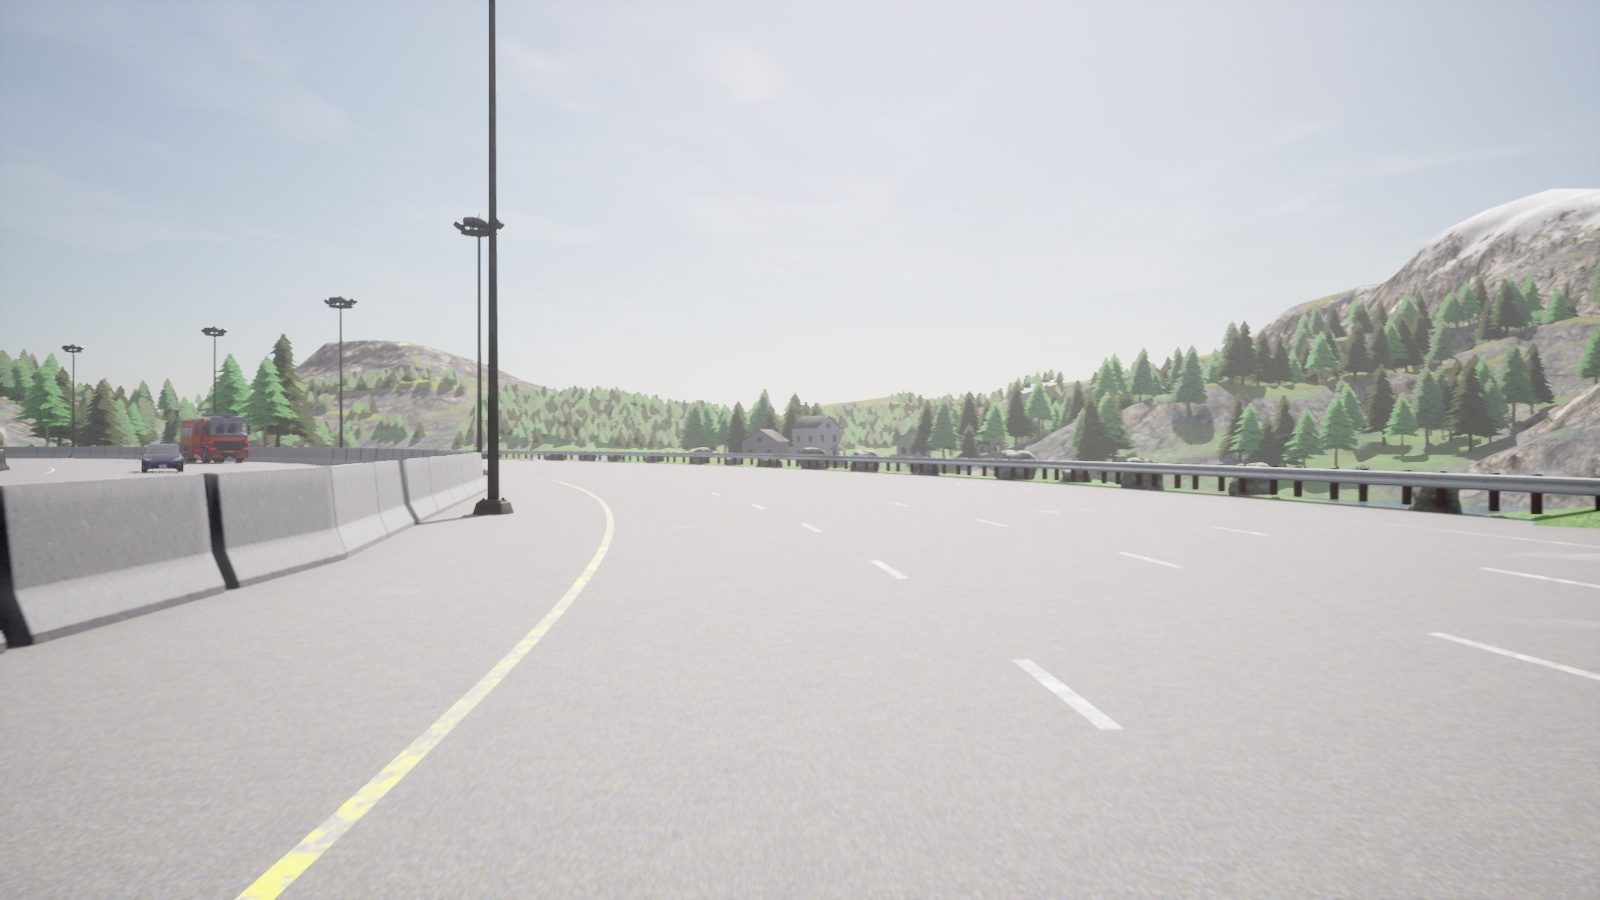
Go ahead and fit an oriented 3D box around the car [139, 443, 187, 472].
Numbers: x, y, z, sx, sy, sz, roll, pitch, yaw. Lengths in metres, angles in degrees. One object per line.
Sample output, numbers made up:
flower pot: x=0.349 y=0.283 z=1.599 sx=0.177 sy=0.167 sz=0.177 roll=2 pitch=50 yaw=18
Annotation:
car: x=-33.126 y=0.364 z=65.301 sx=2.163 sy=1.488 sz=4.792 roll=0 pitch=0 yaw=-27
